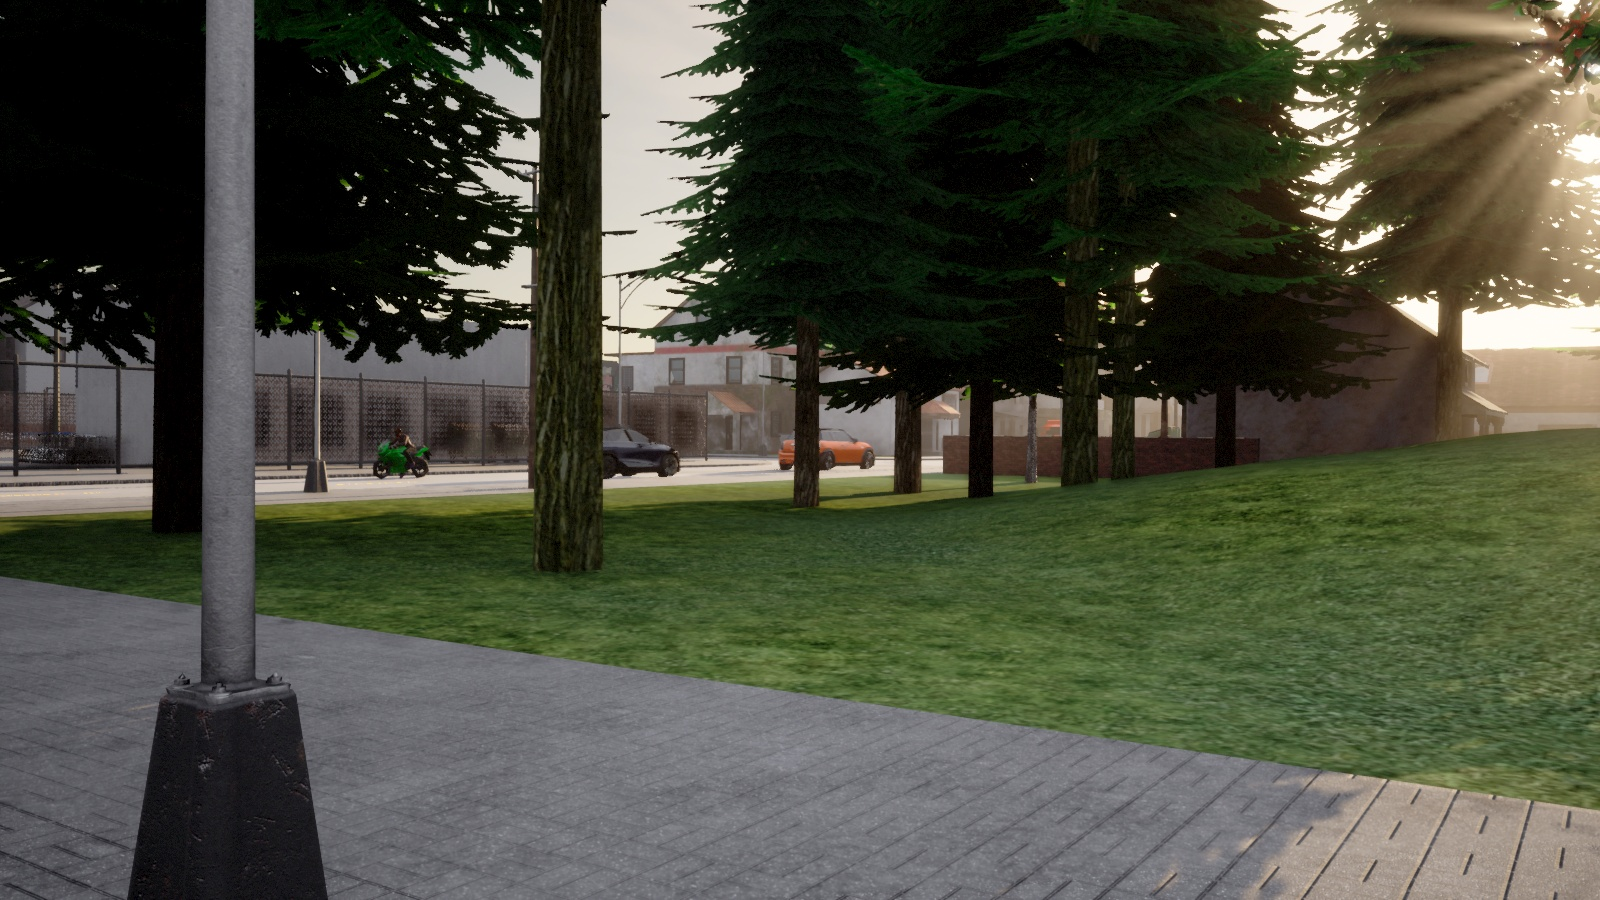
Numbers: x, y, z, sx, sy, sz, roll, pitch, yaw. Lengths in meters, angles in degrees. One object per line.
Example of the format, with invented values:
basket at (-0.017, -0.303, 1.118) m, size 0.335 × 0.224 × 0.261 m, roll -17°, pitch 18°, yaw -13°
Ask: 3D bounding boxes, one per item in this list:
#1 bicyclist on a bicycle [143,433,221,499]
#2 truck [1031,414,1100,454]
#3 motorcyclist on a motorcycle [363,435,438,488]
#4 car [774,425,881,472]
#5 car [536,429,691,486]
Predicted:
bicyclist on a bicycle at (-15.556, 0.377, 31.625) m, size 0.866 × 1.612 × 1.509 m, roll 0°, pitch 1°, yaw 33°
truck at (17.161, -1.016, 80.939) m, size 2.627 × 2.467 × 5.204 m, roll 0°, pitch 1°, yaw 33°
motorcyclist on a motorcycle at (-11.825, 0.312, 37.239) m, size 0.797 × 1.523 × 2.044 m, roll 0°, pitch 1°, yaw 34°
car at (1.154, -0.097, 49.564) m, size 2.097 × 1.767 × 4.553 m, roll 0°, pitch 1°, yaw 34°
car at (-5.724, 0.178, 39.197) m, size 2.033 × 1.649 × 4.856 m, roll 0°, pitch 1°, yaw 34°
